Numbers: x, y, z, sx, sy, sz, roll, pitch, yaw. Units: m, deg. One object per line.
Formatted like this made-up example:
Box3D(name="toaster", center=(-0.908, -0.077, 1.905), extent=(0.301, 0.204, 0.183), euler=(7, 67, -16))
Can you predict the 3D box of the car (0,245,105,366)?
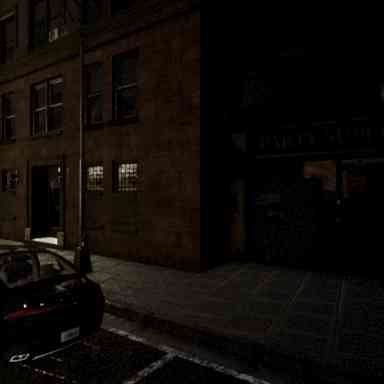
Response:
Box3D(name="car", center=(-3.298, 1.550, 5.448), extent=(4.403, 1.369, 2.008), euler=(0, 0, 36))
